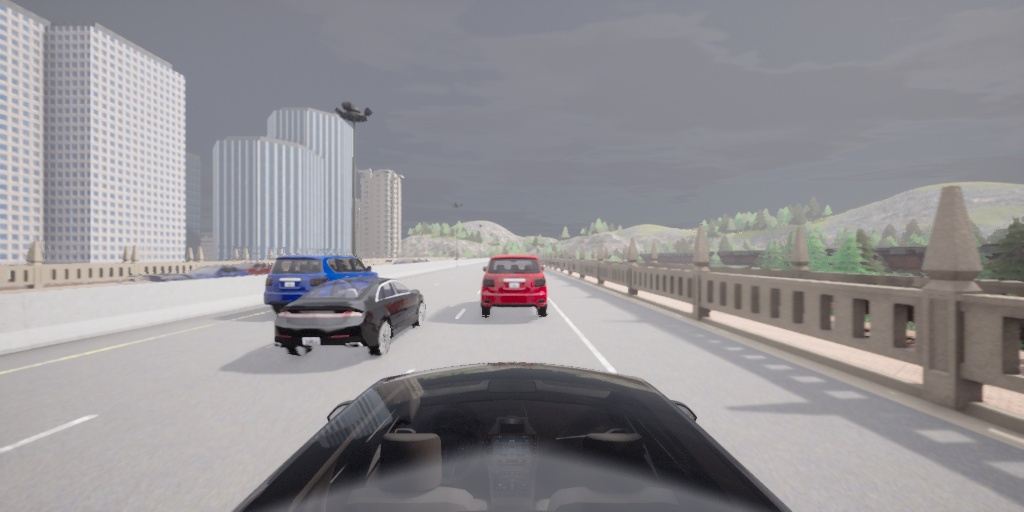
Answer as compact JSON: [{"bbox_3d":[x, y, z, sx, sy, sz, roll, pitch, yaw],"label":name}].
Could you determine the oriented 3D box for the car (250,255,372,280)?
[{"bbox_3d":[-6.934,0.979,13.858,2.150,2.045,5.566,0,0,0],"label":"car"}]

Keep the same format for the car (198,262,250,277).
[{"bbox_3d":[-17.653,1.295,21.246,1.812,1.442,4.674,0,0,0],"label":"car"}]

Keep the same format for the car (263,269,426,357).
[{"bbox_3d":[-3.432,1.245,8.561,2.128,1.511,4.902,0,0,0],"label":"car"}]

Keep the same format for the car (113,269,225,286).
[{"bbox_3d":[-14.132,1.366,13.946,1.895,1.301,4.718,0,0,0],"label":"car"}]

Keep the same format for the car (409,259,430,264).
[{"bbox_3d":[-14.212,1.254,56.784,2.128,1.511,4.902,0,0,0],"label":"car"}]

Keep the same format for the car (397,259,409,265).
[{"bbox_3d":[-17.706,1.245,62.076,1.882,1.535,5.008,0,0,0],"label":"car"}]

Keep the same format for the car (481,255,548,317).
[{"bbox_3d":[0.066,0.971,13.386,2.150,2.045,5.566,0,0,0],"label":"car"}]
